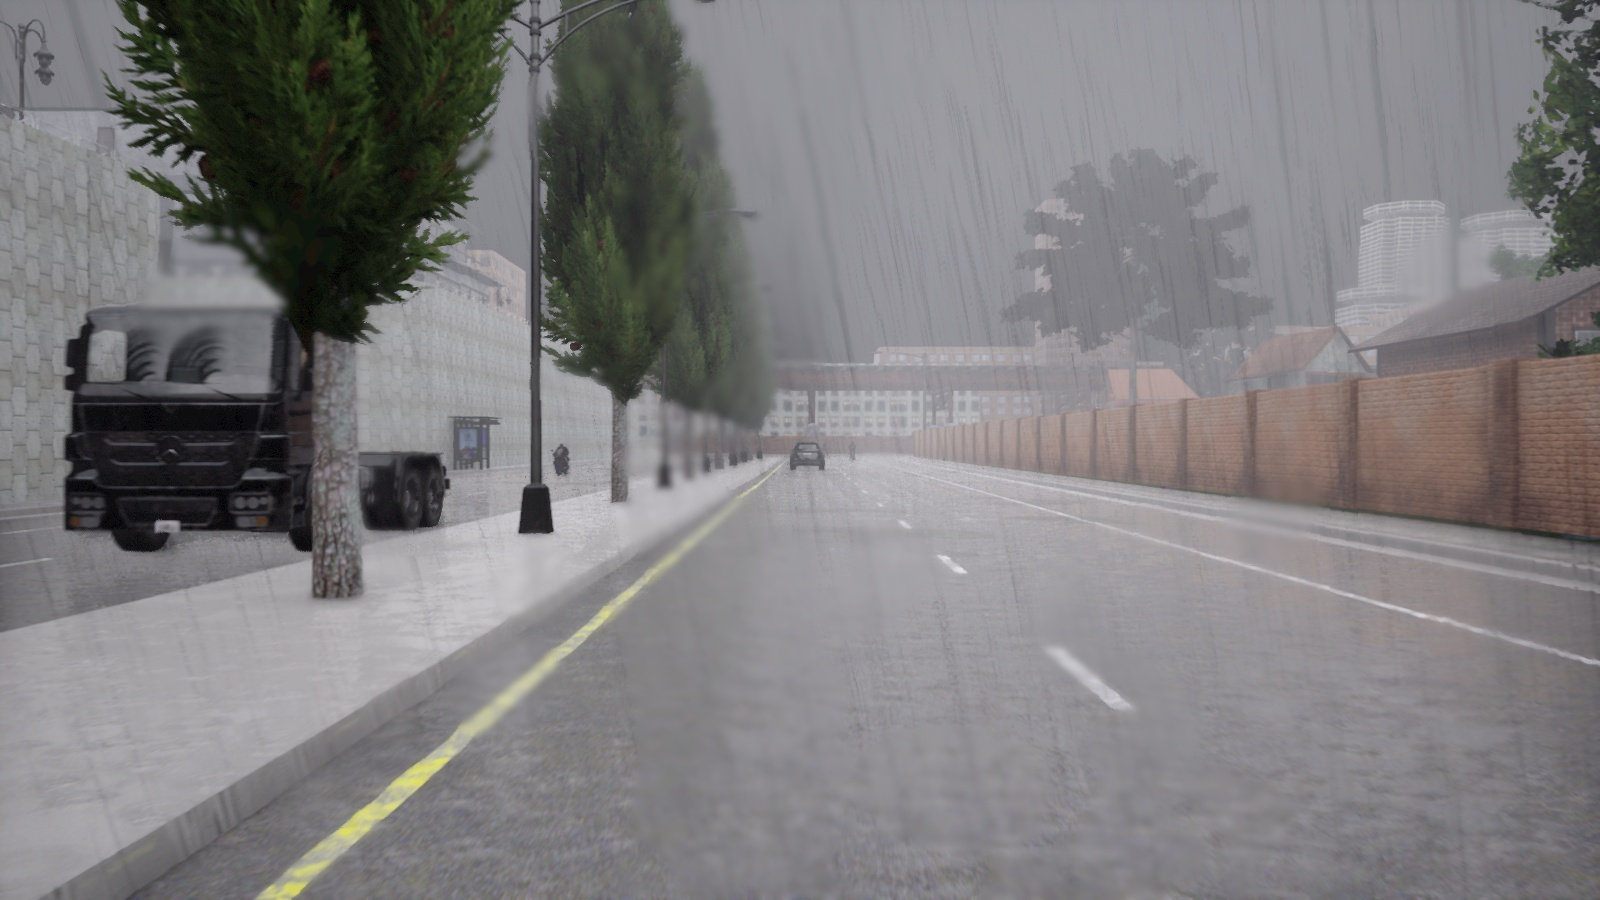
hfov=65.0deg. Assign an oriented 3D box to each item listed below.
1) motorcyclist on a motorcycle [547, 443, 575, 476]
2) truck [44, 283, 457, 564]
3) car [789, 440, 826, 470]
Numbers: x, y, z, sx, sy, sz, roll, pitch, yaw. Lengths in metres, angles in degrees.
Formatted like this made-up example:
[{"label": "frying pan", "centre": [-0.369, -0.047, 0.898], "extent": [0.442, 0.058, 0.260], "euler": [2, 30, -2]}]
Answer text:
[{"label": "motorcyclist on a motorcycle", "centre": [-11.151, 0.442, 58.631], "extent": [0.866, 1.530, 2.191], "euler": [0, 0, 0]}, {"label": "truck", "centre": [-7.873, -0.352, 19.482], "extent": [2.891, 3.462, 7.936], "euler": [0, 0, 0]}, {"label": "car", "centre": [0.421, 0.275, 71.283], "extent": [2.033, 1.649, 4.856], "euler": [0, 0, 0]}]
